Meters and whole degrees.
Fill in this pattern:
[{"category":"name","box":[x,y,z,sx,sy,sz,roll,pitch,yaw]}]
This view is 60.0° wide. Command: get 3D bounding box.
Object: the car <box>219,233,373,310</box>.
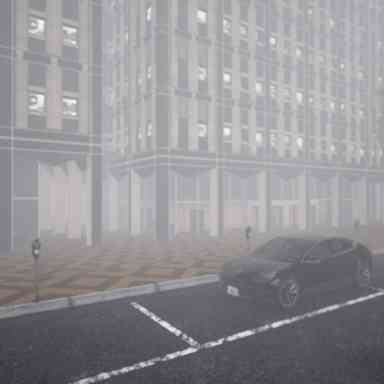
[{"category":"car","box":[2.667,1.709,8.113,4.313,1.339,1.947,1,-2,-33]}]
